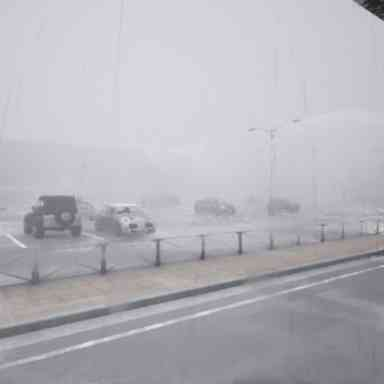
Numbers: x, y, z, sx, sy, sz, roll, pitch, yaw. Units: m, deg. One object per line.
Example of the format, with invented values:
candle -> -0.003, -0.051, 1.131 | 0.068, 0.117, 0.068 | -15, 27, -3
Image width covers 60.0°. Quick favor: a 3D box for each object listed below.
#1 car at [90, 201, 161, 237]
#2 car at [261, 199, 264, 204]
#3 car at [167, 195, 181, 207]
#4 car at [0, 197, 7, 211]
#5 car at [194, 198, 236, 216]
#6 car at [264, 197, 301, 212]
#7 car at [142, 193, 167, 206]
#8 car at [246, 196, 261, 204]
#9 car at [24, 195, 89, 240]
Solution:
car -> -3.460, 1.381, 16.991 | 1.970, 1.475, 3.806 | 0, 0, -36
car -> 13.426, 1.485, 52.330 | 1.970, 1.475, 3.806 | 0, 0, -36
car -> -3.644, 1.167, 49.300 | 1.932, 1.855, 4.605 | 0, 0, -36
car -> -21.126, 1.253, 35.730 | 1.970, 1.475, 3.806 | 0, 0, -36
car -> 2.042, 1.348, 30.566 | 2.007, 1.523, 4.514 | 0, 0, -36
car -> 10.160, 1.391, 36.393 | 1.845, 1.501, 3.633 | 0, 0, -36
car -> -5.756, 1.140, 47.261 | 1.905, 1.878, 3.866 | 0, 0, -36
car -> 11.487, 1.483, 60.088 | 1.845, 1.501, 3.633 | 0, 0, -36
car -> -6.510, 1.090, 15.536 | 1.905, 1.878, 3.866 | 0, 0, -36
